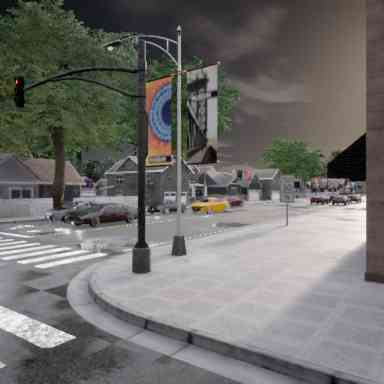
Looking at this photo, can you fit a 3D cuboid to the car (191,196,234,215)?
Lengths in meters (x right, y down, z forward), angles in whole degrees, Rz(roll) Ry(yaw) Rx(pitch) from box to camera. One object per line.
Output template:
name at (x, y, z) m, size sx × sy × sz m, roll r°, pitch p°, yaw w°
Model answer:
car at (1.801, 1.308, 32.549) m, size 1.882 × 1.535 × 5.008 m, roll 0°, pitch 0°, yaw 36°

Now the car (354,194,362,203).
car at (28.319, 1.155, 58.114) m, size 1.837 × 1.490 × 4.892 m, roll 0°, pitch 0°, yaw 36°

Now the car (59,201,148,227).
car at (-5.666, 1.449, 22.130) m, size 2.033 × 1.411 × 5.357 m, roll 0°, pitch 0°, yaw 34°

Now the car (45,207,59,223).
car at (-8.175, 1.391, 24.186) m, size 2.128 × 1.511 × 4.902 m, roll 0°, pitch 0°, yaw 36°

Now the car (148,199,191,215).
car at (-2.386, 1.407, 32.270) m, size 1.994 × 1.385 × 4.181 m, roll 0°, pitch 0°, yaw 37°

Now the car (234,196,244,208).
car at (4.881, 1.254, 42.417) m, size 1.882 × 1.535 × 5.008 m, roll 0°, pitch 0°, yaw 36°

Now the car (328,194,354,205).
car at (22.324, 1.203, 49.727) m, size 1.837 × 1.490 × 4.892 m, roll 0°, pitch 0°, yaw 36°

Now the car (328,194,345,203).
car at (26.708, 1.146, 61.444) m, size 1.837 × 1.490 × 4.892 m, roll 0°, pitch 0°, yaw 36°

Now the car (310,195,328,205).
car at (20.071, 1.171, 52.164) m, size 1.882 × 1.535 × 5.008 m, roll 0°, pitch 0°, yaw 36°
